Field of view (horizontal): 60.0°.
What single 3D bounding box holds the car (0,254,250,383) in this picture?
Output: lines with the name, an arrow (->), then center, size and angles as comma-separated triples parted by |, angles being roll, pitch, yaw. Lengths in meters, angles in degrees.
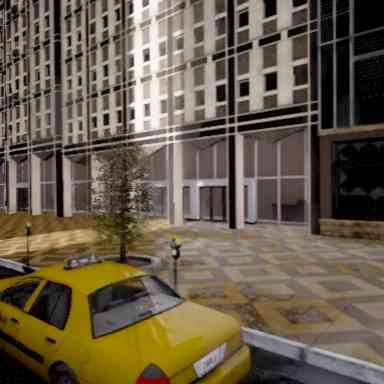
car -> -1.613, 1.530, 4.515 | 4.829, 1.417, 1.752 | -1, 1, 40
